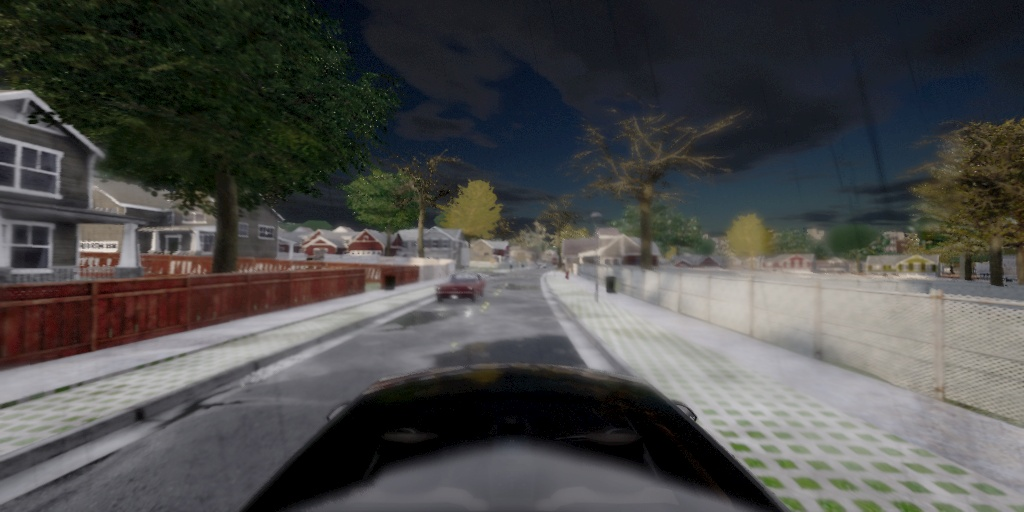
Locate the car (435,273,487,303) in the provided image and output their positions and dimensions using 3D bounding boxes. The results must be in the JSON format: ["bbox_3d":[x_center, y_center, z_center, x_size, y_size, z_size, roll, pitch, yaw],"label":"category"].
[{"bbox_3d":[-2.454,1.558,18.143,1.895,1.301,4.718,0,-1,2],"label":"car"}]
